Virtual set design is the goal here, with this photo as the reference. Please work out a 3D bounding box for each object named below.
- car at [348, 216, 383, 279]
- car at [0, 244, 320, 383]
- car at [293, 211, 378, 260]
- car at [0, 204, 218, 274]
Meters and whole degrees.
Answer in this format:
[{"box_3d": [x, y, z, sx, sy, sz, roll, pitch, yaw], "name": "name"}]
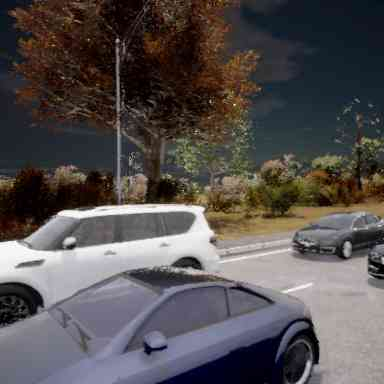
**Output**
[{"box_3d": [6.549, 1.479, 8.903, 4.902, 1.511, 2.128, -1, -1, -37], "name": "car"}, {"box_3d": [-0.486, 1.612, 3.637, 4.181, 1.385, 1.994, 0, -1, -37], "name": "car"}, {"box_3d": [5.862, 1.536, 12.770, 4.892, 1.490, 1.837, -1, -1, -37], "name": "car"}, {"box_3d": [-1.975, 1.321, 6.867, 5.566, 2.045, 2.150, 0, -1, -35], "name": "car"}]
